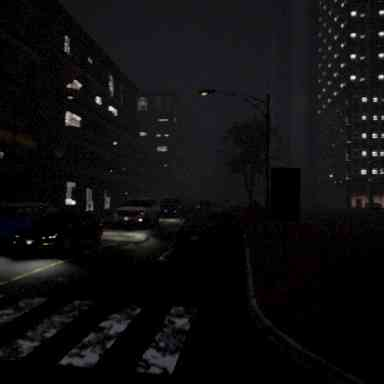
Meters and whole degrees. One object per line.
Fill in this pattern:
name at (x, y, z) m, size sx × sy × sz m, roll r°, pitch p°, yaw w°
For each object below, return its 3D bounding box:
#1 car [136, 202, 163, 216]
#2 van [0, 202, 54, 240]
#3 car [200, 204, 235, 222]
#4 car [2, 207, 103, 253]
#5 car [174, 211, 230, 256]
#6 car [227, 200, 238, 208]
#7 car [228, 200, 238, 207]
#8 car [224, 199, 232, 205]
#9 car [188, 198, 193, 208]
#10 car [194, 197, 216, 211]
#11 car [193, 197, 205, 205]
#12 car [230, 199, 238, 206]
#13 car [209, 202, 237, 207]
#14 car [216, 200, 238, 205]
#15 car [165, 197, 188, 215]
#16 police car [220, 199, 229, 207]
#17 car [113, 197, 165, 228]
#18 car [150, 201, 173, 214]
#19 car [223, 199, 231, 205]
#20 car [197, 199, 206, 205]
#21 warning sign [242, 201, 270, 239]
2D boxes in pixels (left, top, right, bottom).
car at (-4.675, 1.896, 37.263) m, size 1.947 × 1.339 × 4.313 m, roll 2°, pitch -1°, yaw 8°
van at (-7.888, 1.369, 15.222) m, size 1.690 × 1.788 × 3.998 m, roll 2°, pitch 0°, yaw 8°
car at (2.006, 1.863, 25.026) m, size 1.887 × 1.381 × 4.507 m, roll 2°, pitch -1°, yaw 8°
car at (-5.437, 1.566, 14.212) m, size 1.837 × 1.490 × 4.892 m, roll 1°, pitch -1°, yaw 8°
car at (0.395, 1.734, 14.007) m, size 1.947 × 1.339 × 4.313 m, roll 2°, pitch -1°, yaw 8°
car at (8.446, 2.482, 69.113) m, size 2.008 × 1.369 × 4.403 m, roll 2°, pitch -1°, yaw 8°
car at (9.251, 2.560, 74.622) m, size 2.008 × 1.369 × 4.403 m, roll 2°, pitch -1°, yaw 8°
car at (10.055, 2.684, 92.572) m, size 1.801 × 1.575 × 5.366 m, roll 1°, pitch -1°, yaw 8°
car at (-1.478, 2.159, 59.137) m, size 1.752 × 1.417 × 4.829 m, roll 2°, pitch -1°, yaw 8°
car at (1.909, 1.864, 42.692) m, size 2.097 × 1.767 × 4.553 m, roll 1°, pitch -1°, yaw 9°
car at (1.774, 2.261, 81.349) m, size 2.192 × 1.841 × 5.009 m, roll 2°, pitch -1°, yaw 8°
car at (10.865, 2.604, 85.644) m, size 1.967 × 1.590 × 4.097 m, roll 2°, pitch -1°, yaw 8°
car at (2.811, 1.945, 30.537) m, size 2.008 × 1.369 × 4.403 m, roll 2°, pitch -1°, yaw 8°
car at (4.421, 2.097, 41.559) m, size 2.008 × 1.369 × 4.403 m, roll 2°, pitch -1°, yaw 8°
car at (-2.219, 1.585, 36.101) m, size 2.150 × 2.045 × 5.566 m, roll 1°, pitch -1°, yaw 9°
police car at (7.516, 2.425, 76.679) m, size 1.930 × 1.638 × 5.238 m, roll 1°, pitch -1°, yaw 6°
car at (-3.923, 1.424, 24.537) m, size 2.150 × 2.045 × 5.566 m, roll 1°, pitch -1°, yaw 8°
car at (-3.870, 1.957, 42.773) m, size 2.008 × 1.369 × 4.403 m, roll 2°, pitch -1°, yaw 8°
car at (9.168, 2.600, 86.638) m, size 1.801 × 1.575 × 5.366 m, roll 1°, pitch -1°, yaw 8°
car at (2.571, 2.569, 86.858) m, size 1.887 × 1.381 × 4.507 m, roll 2°, pitch -1°, yaw 8°
warning sign at (3.158, 1.363, 16.598) m, size 1.300 × 1.860 × 1.060 m, roll 0°, pitch -2°, yaw 8°
